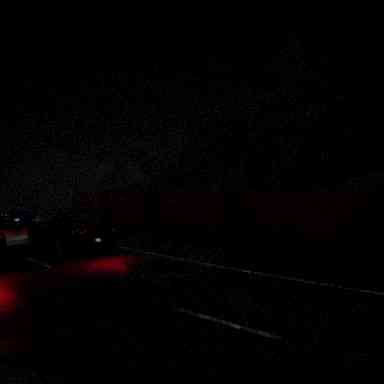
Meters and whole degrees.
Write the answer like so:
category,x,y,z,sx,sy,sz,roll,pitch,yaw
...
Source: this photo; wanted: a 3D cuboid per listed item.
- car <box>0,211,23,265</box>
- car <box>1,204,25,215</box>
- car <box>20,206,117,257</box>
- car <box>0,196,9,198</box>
category,x,y,z,sx,sy,sz,roll,pitch,yaw
car,-7.419,1.495,10.685,2.128,1.511,4.902,0,0,-43
car,-12.001,1.533,22.468,1.812,1.442,4.674,0,0,-31
car,-4.860,1.485,13.073,1.882,1.535,5.008,0,0,-43
car,-39.780,1.563,70.059,1.895,1.301,4.718,0,0,11
